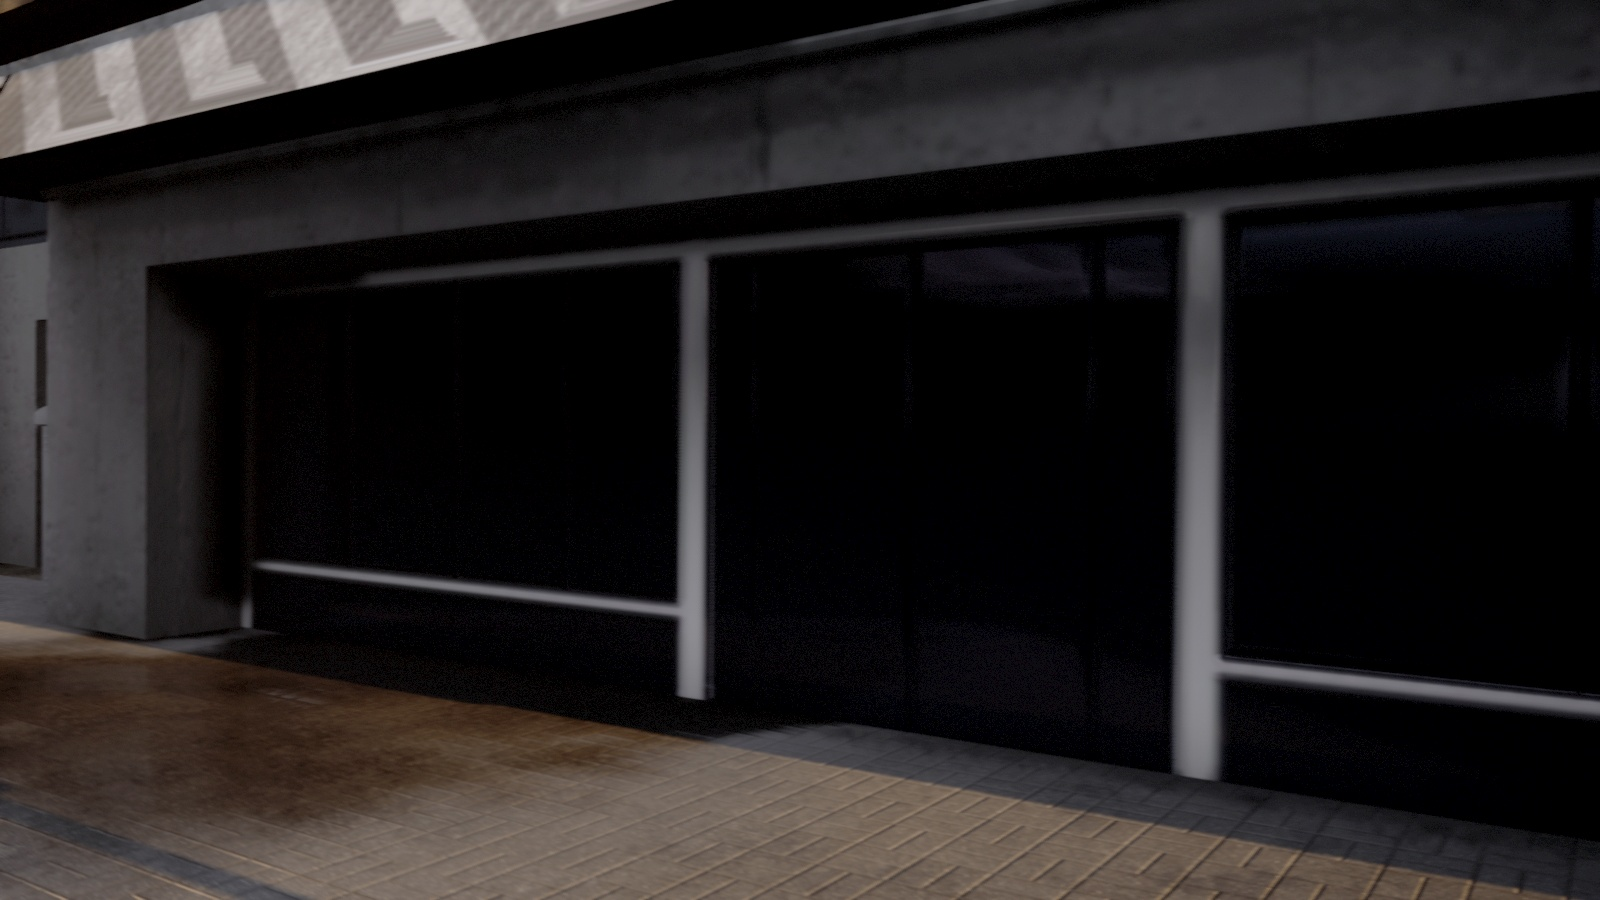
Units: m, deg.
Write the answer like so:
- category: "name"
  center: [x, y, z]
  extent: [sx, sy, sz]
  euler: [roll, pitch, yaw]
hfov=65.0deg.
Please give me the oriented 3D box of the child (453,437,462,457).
- category: "child"
  center: [-21.559, -0.171, 79.044]
  extent: [0.270, 1.263, 0.437]
  euler: [0, 1, 32]
